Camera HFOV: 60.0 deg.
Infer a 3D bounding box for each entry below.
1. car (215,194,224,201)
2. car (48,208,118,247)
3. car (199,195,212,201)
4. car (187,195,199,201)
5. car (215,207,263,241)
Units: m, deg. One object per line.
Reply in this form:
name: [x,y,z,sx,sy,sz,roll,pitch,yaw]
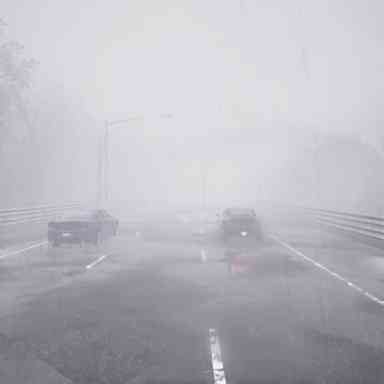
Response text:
car: [7.028,1.437,86.204,2.097,1.767,4.553,0,0,7]
car: [-4.743,1.483,15.181,1.882,1.535,5.008,0,0,1]
car: [3.467,1.676,85.835,1.895,1.301,4.718,0,0,7]
car: [-0.063,1.621,85.755,2.033,1.411,5.357,0,0,7]
car: [2.293,1.512,16.644,1.837,1.490,4.892,0,0,1]
